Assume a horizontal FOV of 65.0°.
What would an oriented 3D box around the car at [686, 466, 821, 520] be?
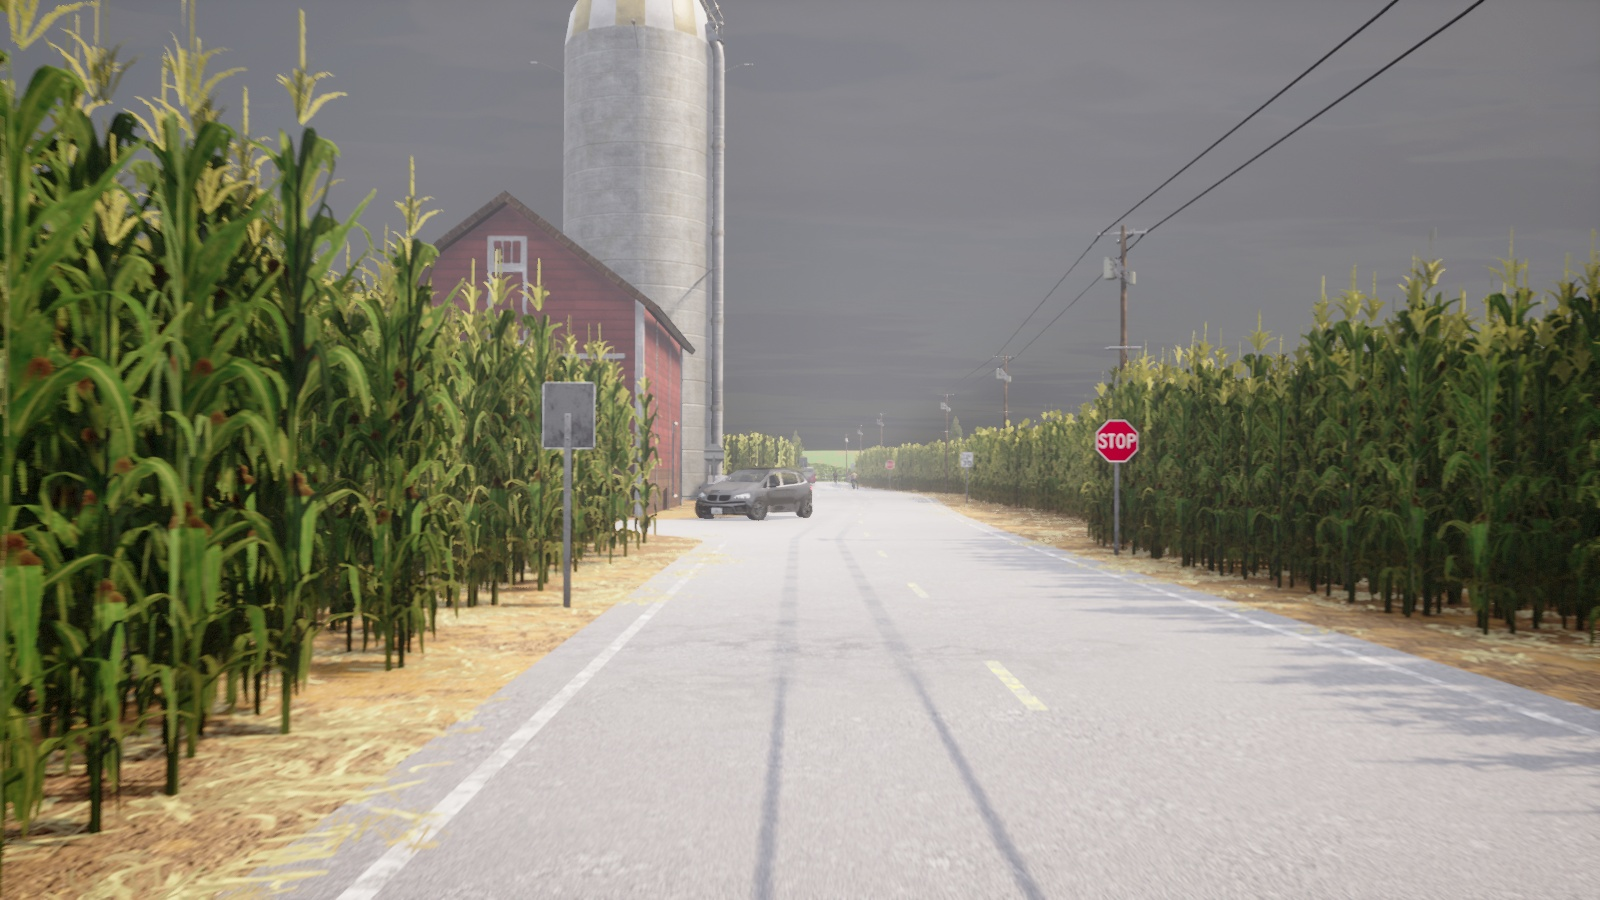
[{"bbox_3d":[-1.431,1.347,40.799,2.242,1.667,4.611,0,-1,31],"label":"car"}]
